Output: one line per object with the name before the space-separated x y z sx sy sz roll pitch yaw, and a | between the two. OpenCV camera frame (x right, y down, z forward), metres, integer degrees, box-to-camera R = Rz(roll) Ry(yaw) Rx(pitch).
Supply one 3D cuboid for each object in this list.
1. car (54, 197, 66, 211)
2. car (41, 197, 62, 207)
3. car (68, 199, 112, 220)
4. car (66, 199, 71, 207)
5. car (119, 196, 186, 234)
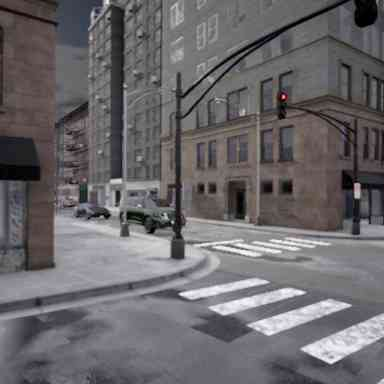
car | -17.548 1.665 41.403 1.895 1.301 4.718 0 0 -35
car | -23.080 1.560 54.421 2.128 1.511 4.902 0 0 -36
car | -8.837 1.624 29.166 2.033 1.411 5.357 0 0 -35
car | -17.233 1.625 46.334 2.033 1.411 5.357 0 0 -35
car | -2.597 1.307 20.434 2.150 2.045 5.566 0 0 -36
